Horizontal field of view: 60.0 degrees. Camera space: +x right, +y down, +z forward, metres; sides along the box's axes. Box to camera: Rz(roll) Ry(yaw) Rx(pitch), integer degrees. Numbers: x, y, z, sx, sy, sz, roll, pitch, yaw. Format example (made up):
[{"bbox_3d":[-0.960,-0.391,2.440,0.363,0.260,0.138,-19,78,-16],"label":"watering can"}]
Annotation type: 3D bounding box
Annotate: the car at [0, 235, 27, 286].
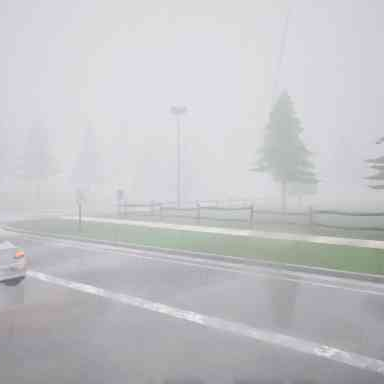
[{"bbox_3d":[-5.847,1.526,8.114,4.674,1.442,1.812,0,0,36],"label":"car"}]
